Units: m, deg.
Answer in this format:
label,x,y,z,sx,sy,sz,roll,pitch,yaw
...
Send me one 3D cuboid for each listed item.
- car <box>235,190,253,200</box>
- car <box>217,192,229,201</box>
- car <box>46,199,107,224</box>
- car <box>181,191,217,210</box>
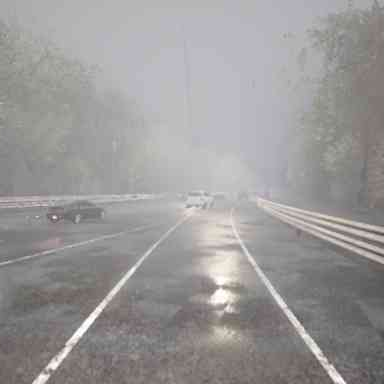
label,x,y,z,sx,sy,sz,roll,pitch,yaw
car,11.687,0.627,75.117,2.150,2.045,5.566,1,1,16
car,5.493,0.894,66.411,1.882,1.535,5.008,1,1,16
car,-7.471,1.231,22.024,1.837,1.490,4.892,1,1,16
car,0.948,0.899,38.361,2.150,2.045,5.566,1,1,16
